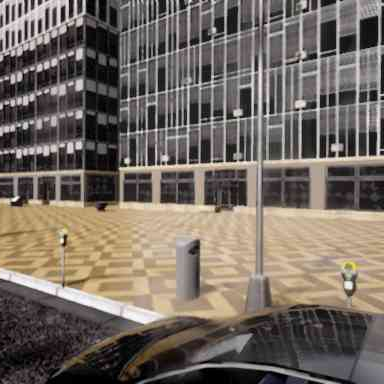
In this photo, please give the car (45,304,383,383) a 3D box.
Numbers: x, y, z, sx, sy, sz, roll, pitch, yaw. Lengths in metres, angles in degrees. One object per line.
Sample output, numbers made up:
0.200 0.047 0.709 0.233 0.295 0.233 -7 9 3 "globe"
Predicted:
0.737 1.562 2.344 4.313 1.339 1.947 0 0 35 "car"
